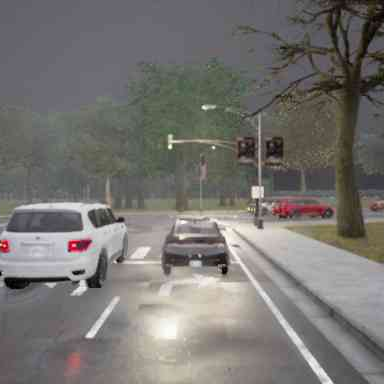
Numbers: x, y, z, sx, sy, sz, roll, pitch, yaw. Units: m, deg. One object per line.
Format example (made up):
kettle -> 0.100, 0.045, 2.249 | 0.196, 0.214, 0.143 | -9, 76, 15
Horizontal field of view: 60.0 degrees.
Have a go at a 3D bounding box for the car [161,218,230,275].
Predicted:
car -> 0.100, 1.595, 10.750 | 2.128, 1.511, 4.902 | 0, -1, 0

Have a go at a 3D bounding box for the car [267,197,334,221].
car -> 10.084, 1.480, 30.236 | 5.566, 2.045, 2.150 | 0, -1, -17

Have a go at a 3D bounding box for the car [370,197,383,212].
car -> 26.014, 1.615, 43.686 | 5.566, 2.045, 2.150 | 0, -1, -22

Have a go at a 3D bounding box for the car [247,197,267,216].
car -> 8.762, 1.556, 36.541 | 5.566, 2.045, 2.150 | 0, -1, -22

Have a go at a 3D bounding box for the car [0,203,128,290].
car -> -3.270, 1.313, 9.518 | 2.150, 2.045, 5.566 | 0, -1, -2
